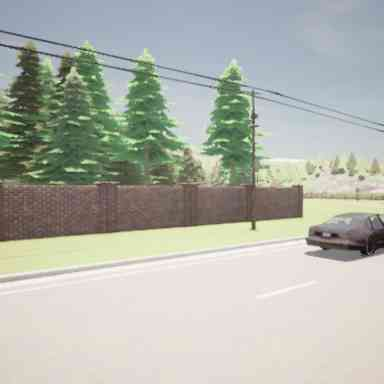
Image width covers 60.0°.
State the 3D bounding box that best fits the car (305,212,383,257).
[{"bbox_3d":[6.602,1.486,12.755,5.357,1.411,2.033,0,0,-36],"label":"car"}]
